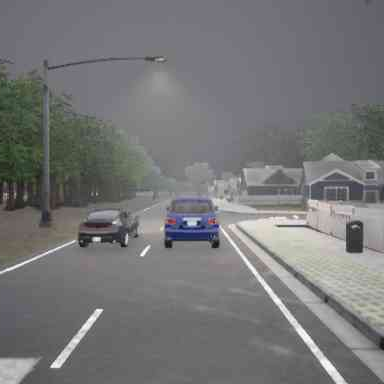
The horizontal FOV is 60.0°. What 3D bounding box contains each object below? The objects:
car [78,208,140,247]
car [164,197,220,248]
[{"bbox_3d":[-3.500,1.469,14.646,1.837,1.490,4.892,0,0,0],"label":"car"},{"bbox_3d":[0.001,1.210,14.673,2.150,2.045,5.566,0,0,0],"label":"car"}]
